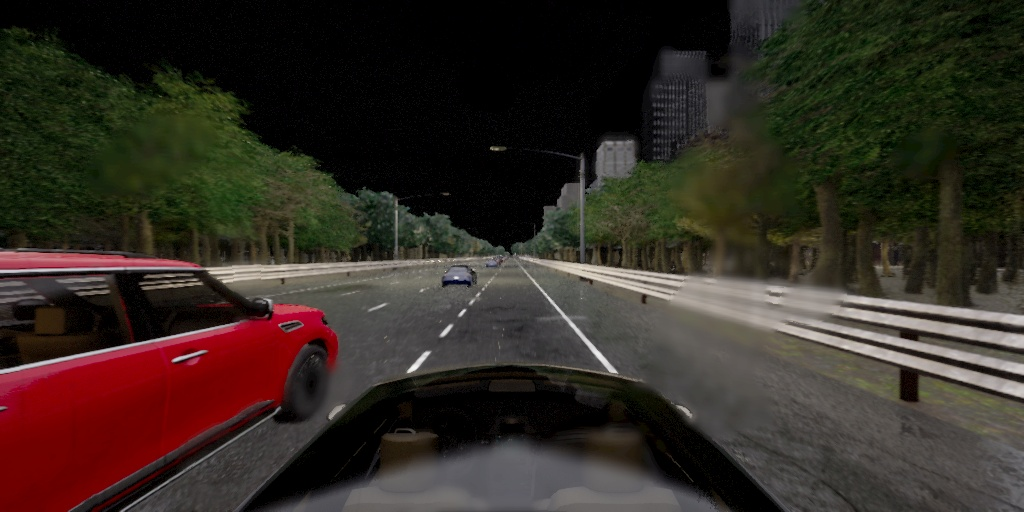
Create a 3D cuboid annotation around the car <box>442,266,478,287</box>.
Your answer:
[{"bbox_3d":[-3.505,1.333,24.586,1.994,1.385,4.181,0,0,0],"label":"car"}]

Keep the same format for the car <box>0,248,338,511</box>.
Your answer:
[{"bbox_3d":[-3.499,0.972,2.637,2.150,2.045,5.566,0,0,0],"label":"car"}]

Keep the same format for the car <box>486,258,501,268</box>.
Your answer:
[{"bbox_3d":[-3.516,1.331,63.720,1.994,1.385,4.181,0,0,0],"label":"car"}]
